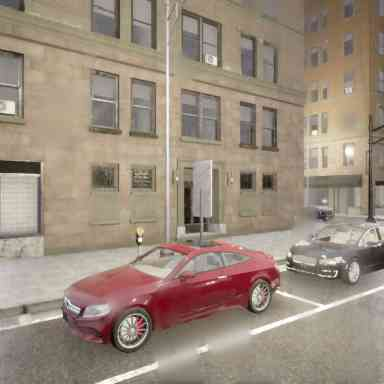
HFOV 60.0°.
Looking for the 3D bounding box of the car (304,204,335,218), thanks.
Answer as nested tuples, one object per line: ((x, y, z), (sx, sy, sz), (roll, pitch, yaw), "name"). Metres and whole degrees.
((8.261, 1.516, 25.181), (1.895, 1.301, 4.718), (0, 0, -35), "car")

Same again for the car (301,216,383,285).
((4.486, 1.550, 9.367), (4.403, 1.369, 2.008), (0, 0, -35), "car")

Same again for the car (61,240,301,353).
((-0.145, 1.582, 6.076), (4.206, 1.307, 1.802), (0, 0, -35), "car")
